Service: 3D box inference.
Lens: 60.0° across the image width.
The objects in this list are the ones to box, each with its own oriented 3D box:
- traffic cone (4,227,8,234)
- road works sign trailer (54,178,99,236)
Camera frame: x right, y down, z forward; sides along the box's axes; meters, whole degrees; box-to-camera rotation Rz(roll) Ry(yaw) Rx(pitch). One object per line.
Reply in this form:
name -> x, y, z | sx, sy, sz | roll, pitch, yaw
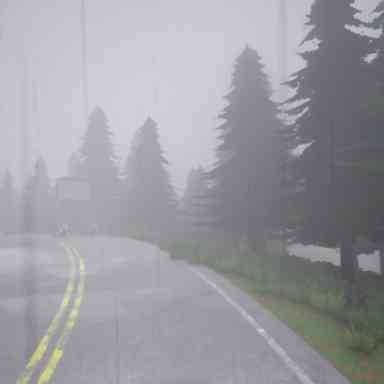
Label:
traffic cone -> -13.931, 2.875, 24.868 | 0.340, 0.580, 0.340 | -7, -8, 41
road works sign trailer -> -7.754, 0.954, 21.427 | 2.880, 3.560, 2.380 | -4, -6, 41
